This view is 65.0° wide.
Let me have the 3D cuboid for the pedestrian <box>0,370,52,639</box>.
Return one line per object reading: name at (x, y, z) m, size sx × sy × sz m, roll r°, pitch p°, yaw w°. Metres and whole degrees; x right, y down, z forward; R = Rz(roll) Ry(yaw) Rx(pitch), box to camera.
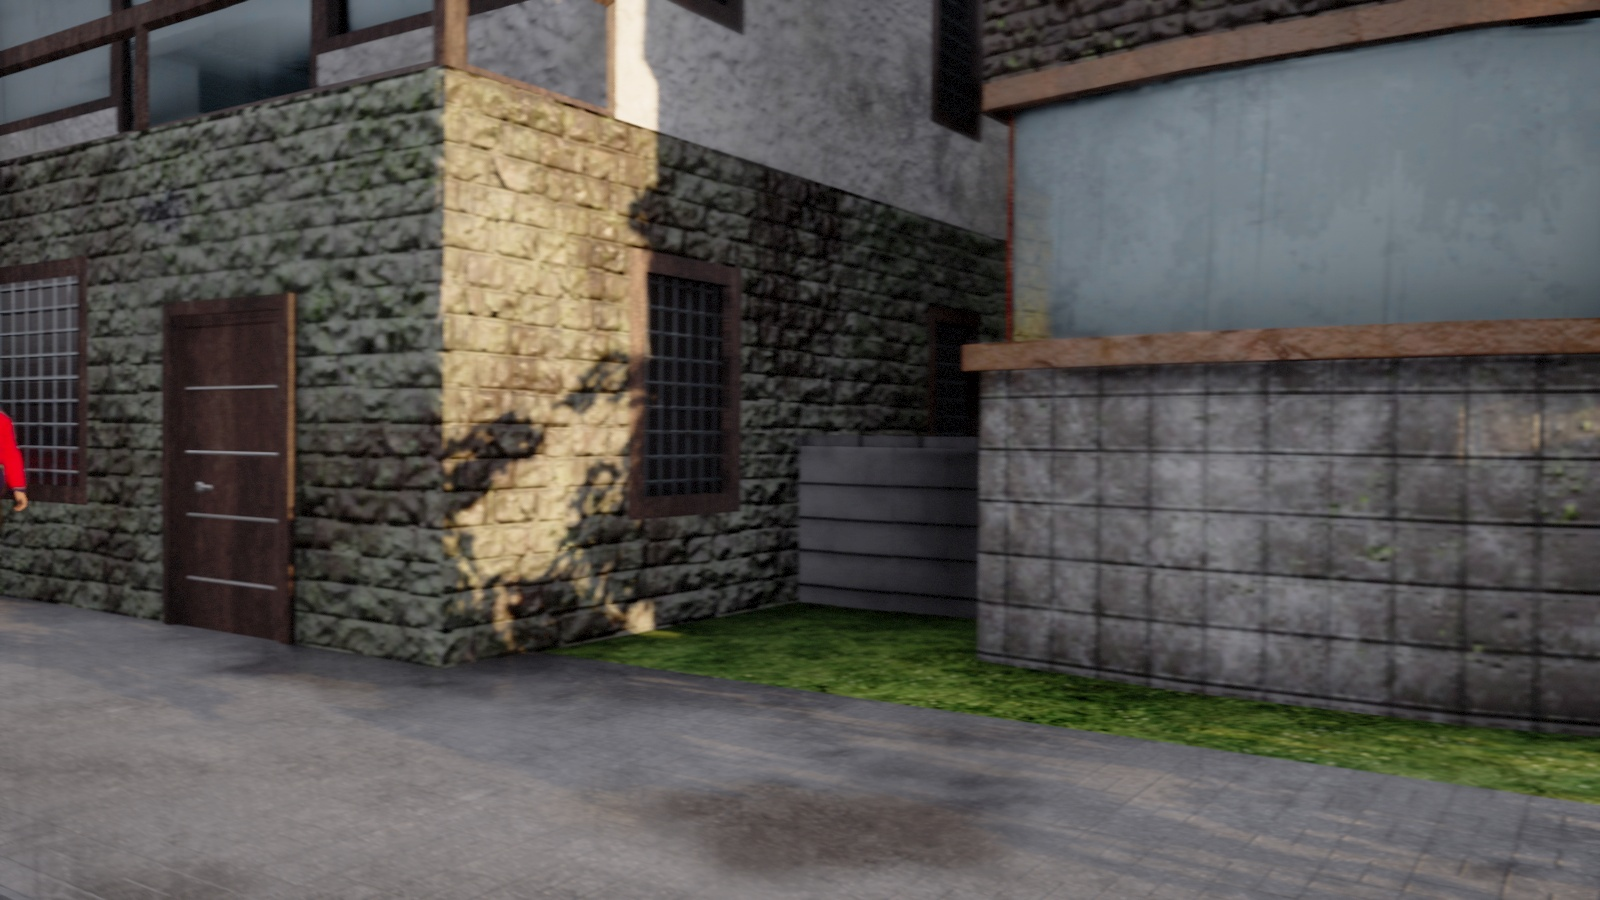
pedestrian at (-5.866, 0.373, 8.878) m, size 0.899 × 1.844 × 0.634 m, roll 0°, pitch 1°, yaw 33°
